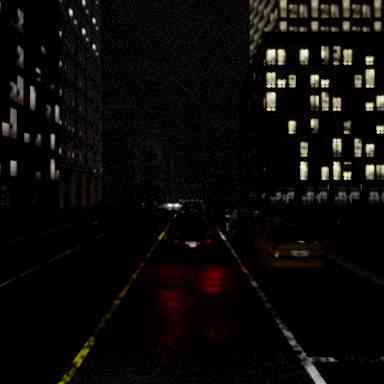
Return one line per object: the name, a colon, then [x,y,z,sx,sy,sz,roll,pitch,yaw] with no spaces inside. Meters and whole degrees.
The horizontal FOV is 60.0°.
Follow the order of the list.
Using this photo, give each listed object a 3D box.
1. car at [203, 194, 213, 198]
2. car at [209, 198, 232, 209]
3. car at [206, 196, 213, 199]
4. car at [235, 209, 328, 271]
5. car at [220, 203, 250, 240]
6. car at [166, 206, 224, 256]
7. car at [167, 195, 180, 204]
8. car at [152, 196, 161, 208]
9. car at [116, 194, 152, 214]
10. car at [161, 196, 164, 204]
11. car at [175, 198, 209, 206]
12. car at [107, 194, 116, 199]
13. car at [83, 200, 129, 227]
car: [2.650,1.340,50.171,1.802,1.307,4.206,0,0,0]
car: [2.656,1.426,27.414,1.947,1.339,4.313,0,0,0]
car: [2.654,1.400,33.104,1.947,1.339,4.313,0,0,0]
car: [2.666,1.470,10.517,1.752,1.417,4.829,0,0,0]
car: [2.660,1.467,16.036,2.008,1.369,4.403,0,0,0]
car: [0.041,1.460,12.674,1.812,1.442,4.674,0,0,0]
car: [-3.074,1.223,56.345,2.128,1.511,4.902,0,0,0]
car: [-5.696,1.327,44.506,1.887,1.381,4.507,0,0,0]
car: [-5.692,1.148,33.126,2.192,1.841,5.009,0,0,0]
car: [-5.699,1.299,55.883,1.947,1.339,4.313,0,0,0]
car: [0.021,1.416,25.716,2.033,1.411,5.357,0,0,1]
car: [-17.482,1.174,76.666,4.206,1.307,1.802,0,0,0]
car: [-5.691,1.453,21.750,1.947,1.339,4.313,0,0,0]
